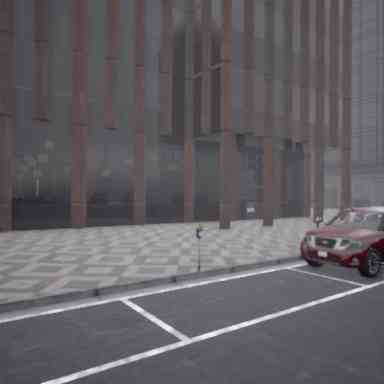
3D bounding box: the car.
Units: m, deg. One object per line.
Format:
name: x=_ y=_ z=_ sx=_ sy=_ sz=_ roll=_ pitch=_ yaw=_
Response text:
car: x=5.674 y=1.424 z=10.684 sx=5.009 sy=1.841 sz=2.192 roll=1 pitch=0 yaw=-35
